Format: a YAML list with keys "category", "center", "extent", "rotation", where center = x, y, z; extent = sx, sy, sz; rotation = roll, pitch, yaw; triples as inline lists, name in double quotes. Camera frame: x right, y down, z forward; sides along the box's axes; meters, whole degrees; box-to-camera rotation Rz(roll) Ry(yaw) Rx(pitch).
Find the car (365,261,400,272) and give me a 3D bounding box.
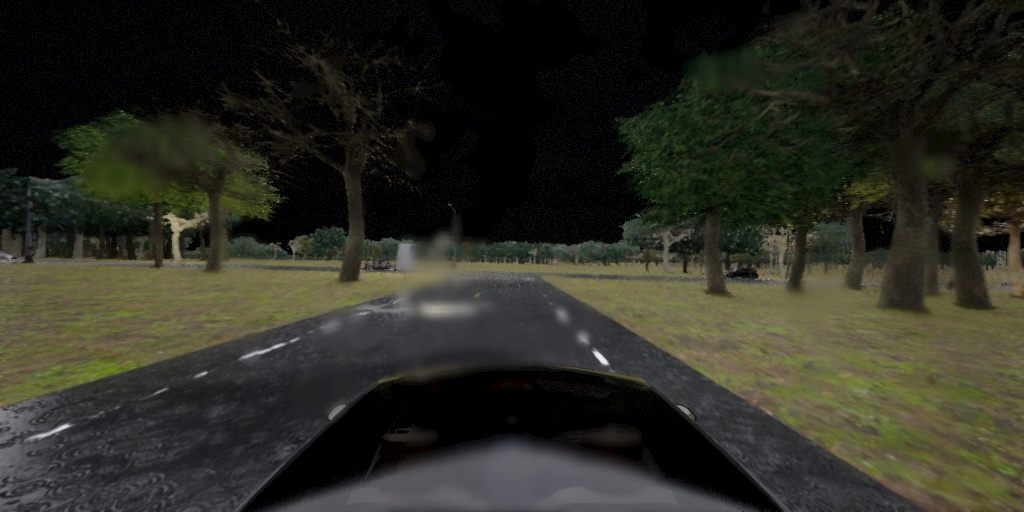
- category: "car"
  center: [-18.739, 1.535, 52.114]
  extent: [4.892, 1.490, 1.837]
  rotation: [2, 0, 0]
